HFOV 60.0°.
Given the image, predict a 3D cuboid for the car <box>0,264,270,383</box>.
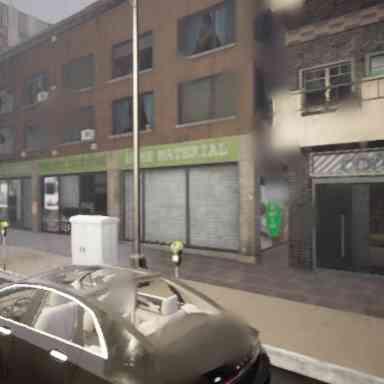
[{"bbox_3d":[-1.326,1.535,3.835,4.403,1.369,2.008,0,-1,36],"label":"car"}]
